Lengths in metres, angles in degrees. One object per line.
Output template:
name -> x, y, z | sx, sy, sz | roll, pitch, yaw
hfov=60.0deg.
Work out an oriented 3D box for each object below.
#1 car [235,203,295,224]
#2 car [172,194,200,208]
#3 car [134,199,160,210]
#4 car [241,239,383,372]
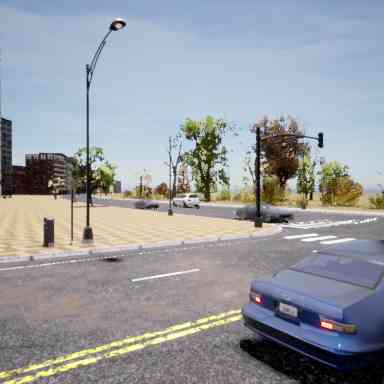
car -> 5.539, 1.599, 26.060 | 2.033, 1.411, 5.357 | 0, 0, -27
car -> -0.983, 1.302, 49.797 | 2.150, 2.045, 5.566 | 0, 0, -31
car -> -6.289, 1.651, 45.633 | 2.033, 1.411, 5.357 | 0, 0, -31
car -> 3.303, 1.547, 5.655 | 5.357, 1.411, 2.033 | 0, 0, -34
